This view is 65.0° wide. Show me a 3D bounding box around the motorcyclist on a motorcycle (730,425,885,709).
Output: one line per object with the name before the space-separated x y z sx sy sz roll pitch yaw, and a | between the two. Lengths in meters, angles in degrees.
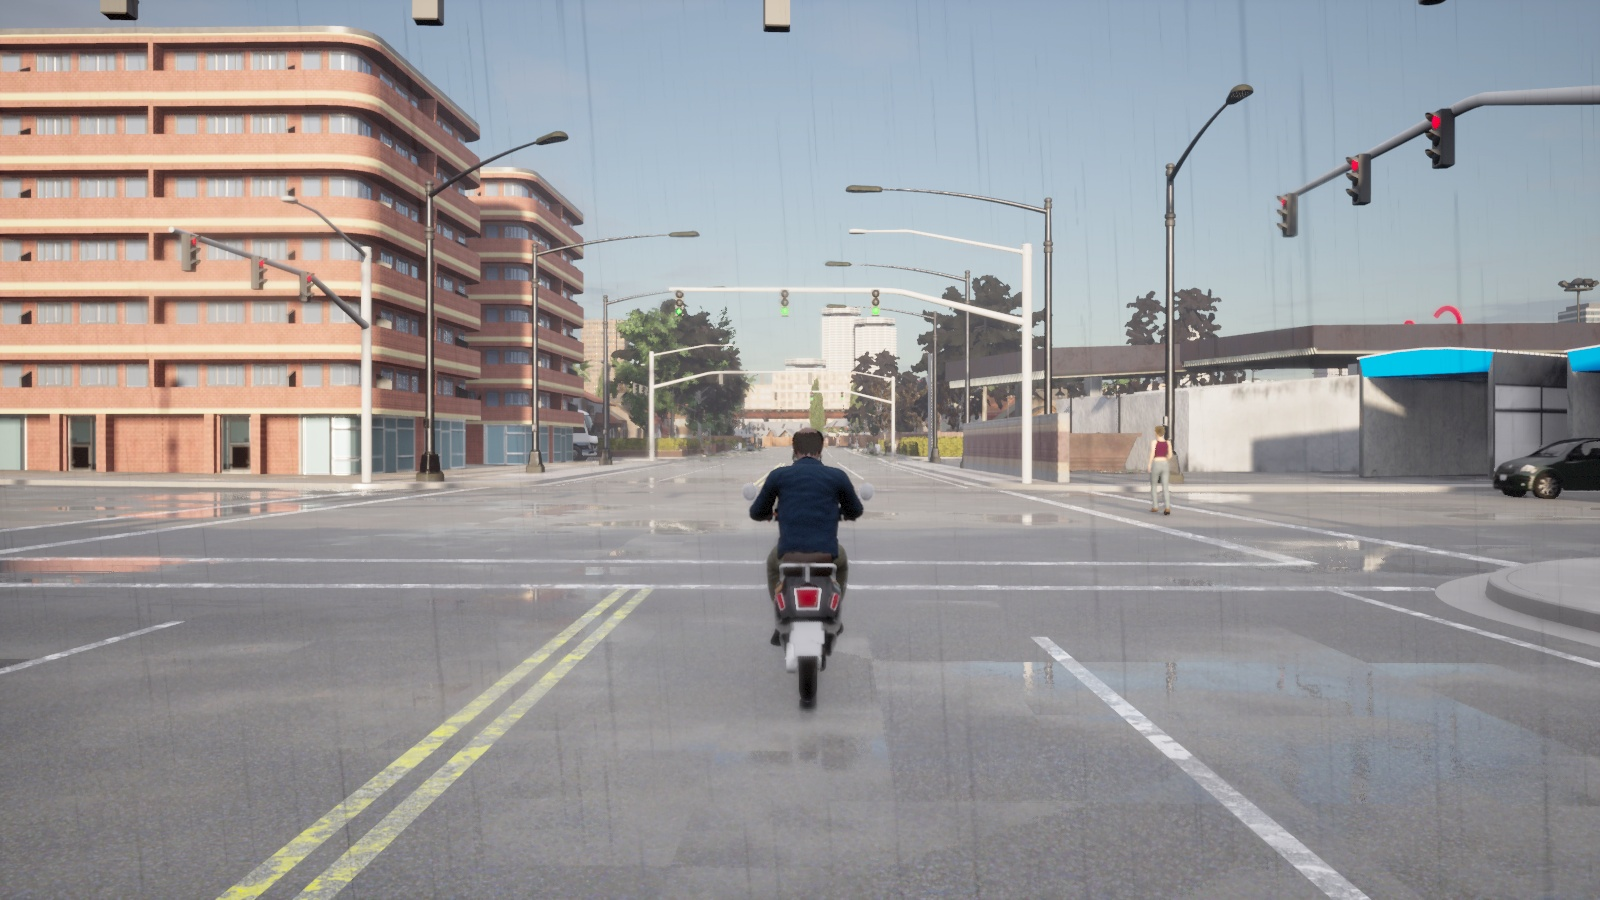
motorcyclist on a motorcycle | 0.051 0.655 7.944 0.866 1.590 1.817 0 0 1

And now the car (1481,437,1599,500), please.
car | 20.624 0.473 33.420 3.988 1.617 1.851 0 0 0

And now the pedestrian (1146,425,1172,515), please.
pedestrian | 7.392 0.398 25.852 0.345 1.836 0.594 0 0 -2
